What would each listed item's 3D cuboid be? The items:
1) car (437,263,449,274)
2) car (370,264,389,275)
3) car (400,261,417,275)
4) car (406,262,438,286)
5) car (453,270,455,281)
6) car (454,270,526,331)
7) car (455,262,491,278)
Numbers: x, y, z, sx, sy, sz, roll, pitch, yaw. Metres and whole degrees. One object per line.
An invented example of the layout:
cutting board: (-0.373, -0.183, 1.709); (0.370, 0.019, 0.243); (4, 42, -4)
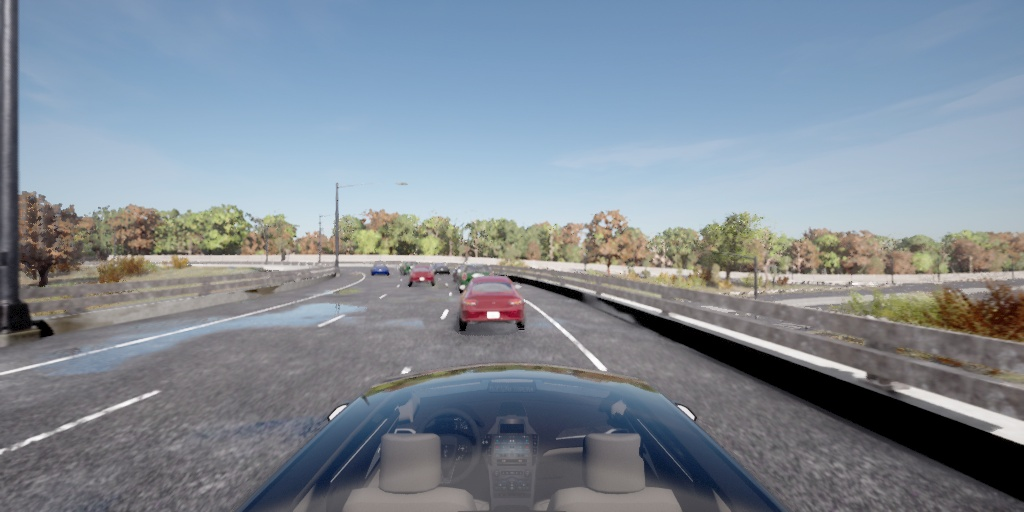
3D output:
car: (-9.308, 1.601, 45.516); (1.994, 1.385, 4.181); (0, 0, -23)
car: (-16.248, 1.611, 43.972); (1.994, 1.385, 4.181); (0, 0, -24)
car: (-12.689, 1.390, 44.488); (2.097, 1.767, 4.553); (0, -1, -23)
car: (-6.857, 1.447, 27.430); (1.812, 1.442, 4.674); (0, 0, -13)
car: (-3.701, 1.473, 29.280); (2.033, 1.411, 5.357); (0, 0, -15)
car: (-0.664, 1.335, 11.240); (1.812, 1.442, 4.674); (0, -1, -5)
car: (-2.282, 1.233, 22.434); (2.097, 1.767, 4.553); (0, 0, -10)
